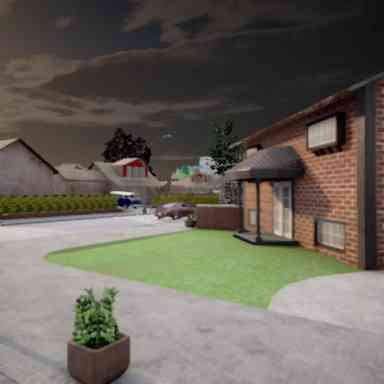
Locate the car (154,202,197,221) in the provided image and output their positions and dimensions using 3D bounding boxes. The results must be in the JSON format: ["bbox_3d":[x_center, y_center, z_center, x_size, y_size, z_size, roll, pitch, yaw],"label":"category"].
[{"bbox_3d":[-1.219,1.566,28.148,1.812,1.442,4.674,0,0,36],"label":"car"}]

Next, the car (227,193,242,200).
[{"bbox_3d":[10.014,1.074,78.019,3.866,1.878,1.905,0,0,-19],"label":"car"}]
